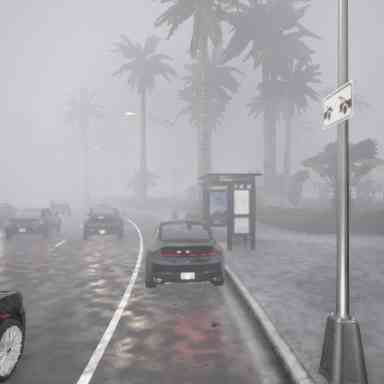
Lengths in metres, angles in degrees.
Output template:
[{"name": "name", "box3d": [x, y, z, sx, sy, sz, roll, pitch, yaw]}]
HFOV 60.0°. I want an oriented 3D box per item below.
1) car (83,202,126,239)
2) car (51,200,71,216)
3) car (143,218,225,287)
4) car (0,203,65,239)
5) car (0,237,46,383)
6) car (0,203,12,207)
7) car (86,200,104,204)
[{"name": "car", "box3d": [-4.513, 1.504, 17.325, 1.837, 1.490, 4.892, 0, 1, -11]}, {"name": "car", "box3d": [-12.810, 1.468, 32.072, 1.882, 1.535, 5.008, 0, 0, -24]}, {"name": "car", "box3d": [-0.298, 1.504, 9.355, 1.837, 1.490, 4.892, 0, 0, -5]}, {"name": "car", "box3d": [-8.044, 1.520, 17.128, 1.812, 1.442, 4.674, 0, 0, -11]}, {"name": "car", "box3d": [-3.070, 1.476, 2.356, 1.882, 1.535, 5.008, 0, 0, -1]}, {"name": "car", "box3d": [-12.844, 1.484, 21.848, 2.128, 1.511, 4.902, 0, 0, -15]}, {"name": "car", "box3d": [-9.409, 1.519, 33.028, 1.812, 1.442, 4.674, 0, 0, -24]}]
